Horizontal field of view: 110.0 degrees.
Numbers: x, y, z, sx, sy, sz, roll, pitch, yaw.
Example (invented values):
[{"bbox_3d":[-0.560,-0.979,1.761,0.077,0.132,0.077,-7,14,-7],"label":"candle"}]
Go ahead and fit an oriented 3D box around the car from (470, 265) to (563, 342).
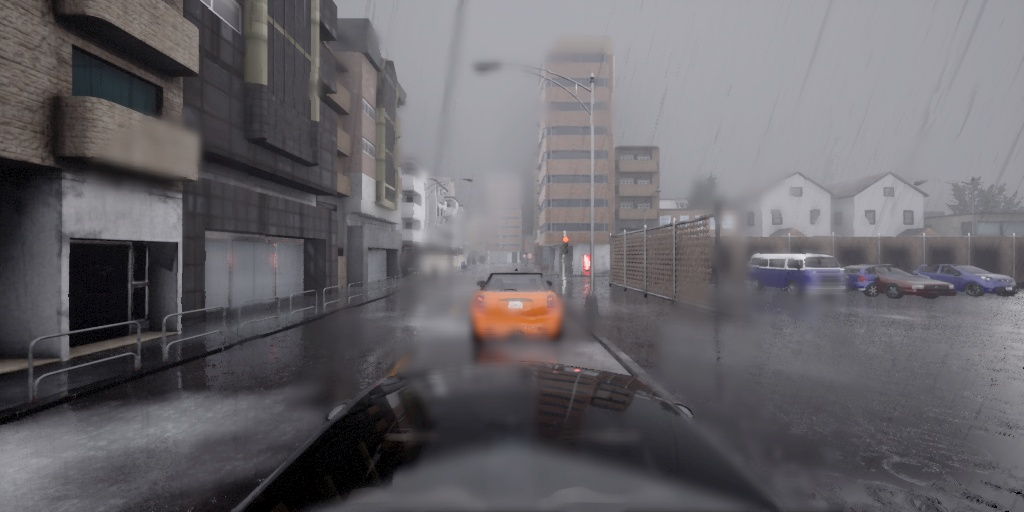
[{"bbox_3d":[0.102,1.102,9.926,2.097,1.767,4.553,0,0,0],"label":"car"}]
